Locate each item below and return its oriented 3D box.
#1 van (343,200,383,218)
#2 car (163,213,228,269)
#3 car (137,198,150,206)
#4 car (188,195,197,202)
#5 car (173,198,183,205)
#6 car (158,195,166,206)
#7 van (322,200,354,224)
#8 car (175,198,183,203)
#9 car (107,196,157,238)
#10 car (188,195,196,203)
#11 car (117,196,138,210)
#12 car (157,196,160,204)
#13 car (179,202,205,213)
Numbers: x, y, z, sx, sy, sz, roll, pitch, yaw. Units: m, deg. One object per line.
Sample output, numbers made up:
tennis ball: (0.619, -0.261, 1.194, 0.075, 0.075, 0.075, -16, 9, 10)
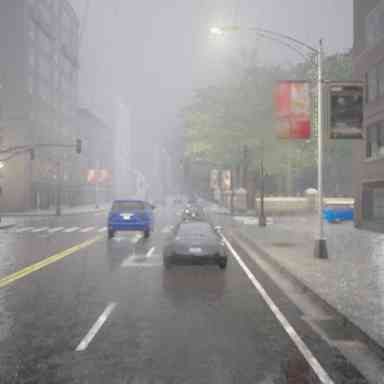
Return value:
van: (17.939, 1.710, 34.165, 3.998, 1.788, 1.690, 0, -1, 1)
car: (0.103, 1.659, 11.581, 1.994, 1.385, 4.181, 0, 0, 0)
car: (-9.735, 1.991, 66.686, 1.882, 1.535, 5.008, 0, 0, 0)
car: (0.022, 2.067, 75.436, 1.837, 1.490, 4.892, 0, 0, 0)
car: (-3.229, 2.092, 75.435, 2.128, 1.511, 4.902, 0, 0, 0)
car: (-6.488, 1.729, 66.400, 2.150, 2.045, 5.566, 0, 0, 0)
van: (12.172, 1.614, 25.718, 3.998, 1.788, 1.690, 0, -1, 1)
car: (-3.226, 2.153, 85.880, 1.895, 1.301, 4.718, 0, 0, 0)
car: (-3.359, 1.377, 19.022, 2.150, 2.045, 5.566, 0, -1, -3)
car: (0.024, 1.783, 85.882, 2.150, 2.045, 5.566, 0, 0, 0)
car: (-9.806, 1.620, 51.222, 2.150, 2.045, 5.566, 0, 0, 0)
car: (-6.561, 1.876, 50.769, 1.882, 1.535, 5.008, 0, 0, 0)
car: (0.108, 1.767, 27.027, 2.033, 1.411, 5.357, 0, 0, 0)
